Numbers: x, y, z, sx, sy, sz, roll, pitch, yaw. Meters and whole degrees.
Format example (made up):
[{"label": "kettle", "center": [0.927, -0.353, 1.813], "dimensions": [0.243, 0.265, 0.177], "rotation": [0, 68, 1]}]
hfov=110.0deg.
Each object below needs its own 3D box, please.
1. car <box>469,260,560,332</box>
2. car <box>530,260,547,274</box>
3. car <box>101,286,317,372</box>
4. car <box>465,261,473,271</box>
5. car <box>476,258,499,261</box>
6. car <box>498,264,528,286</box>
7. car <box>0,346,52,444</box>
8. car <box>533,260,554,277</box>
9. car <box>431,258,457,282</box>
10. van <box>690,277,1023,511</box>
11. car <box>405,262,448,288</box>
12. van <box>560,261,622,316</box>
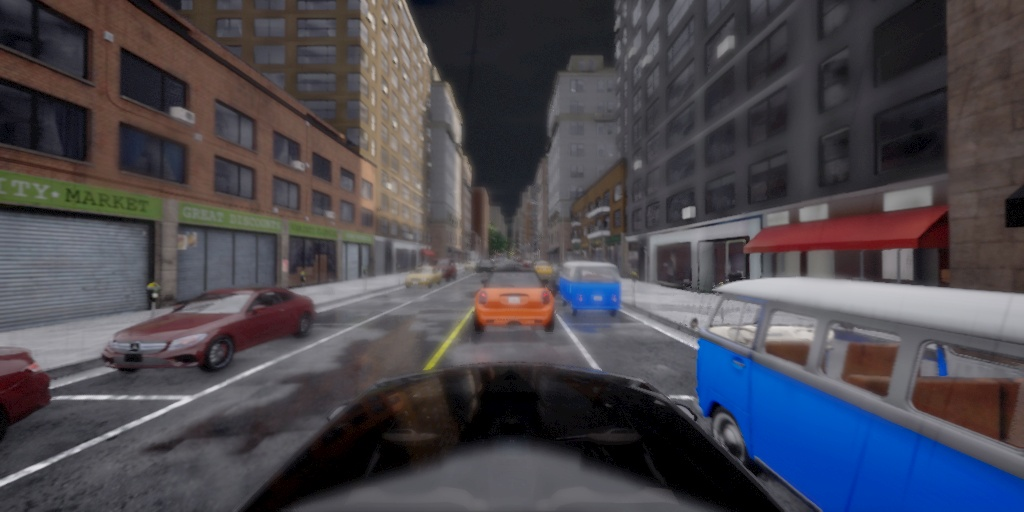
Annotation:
[{"label": "car", "center": [0.082, 1.114, 11.015], "dimensions": [2.097, 1.767, 4.553], "rotation": [0, 0, 1]}, {"label": "car", "center": [3.245, 1.325, 44.677], "dimensions": [1.837, 1.490, 4.892], "rotation": [0, 0, 0]}, {"label": "car", "center": [-5.845, 1.340, 7.632], "dimensions": [1.802, 1.307, 4.207], "rotation": [0, 0, 0]}, {"label": "car", "center": [-5.741, 1.363, 51.405], "dimensions": [1.751, 1.417, 4.829], "rotation": [0, 0, 0]}, {"label": "car", "center": [-3.002, 1.166, 41.656], "dimensions": [2.097, 1.767, 4.553], "rotation": [0, 0, 0]}, {"label": "car", "center": [0.122, 1.334, 26.909], "dimensions": [2.033, 1.411, 5.357], "rotation": [0, 0, 1]}, {"label": "car", "center": [-5.858, 1.333, 2.140], "dimensions": [1.802, 1.307, 4.207], "rotation": [0, 0, 0]}, {"label": "car", "center": [3.234, 1.263, 37.868], "dimensions": [1.801, 1.575, 5.366], "rotation": [0, 0, 0]}, {"label": "car", "center": [-5.793, 1.106, 29.604], "dimensions": [2.192, 1.841, 5.009], "rotation": [0, 0, 0]}, {"label": "van", "center": [2.675, 1.091, 2.143], "dimensions": [1.690, 1.789, 3.998], "rotation": [0, 0, 0]}, {"label": "car", "center": [-5.806, 1.307, 23.941], "dimensions": [1.751, 1.417, 4.829], "rotation": [0, 0, 0]}, {"label": "van", "center": [2.700, 1.106, 13.126], "dimensions": [1.690, 1.789, 3.998], "rotation": [0, 0, 0]}]
